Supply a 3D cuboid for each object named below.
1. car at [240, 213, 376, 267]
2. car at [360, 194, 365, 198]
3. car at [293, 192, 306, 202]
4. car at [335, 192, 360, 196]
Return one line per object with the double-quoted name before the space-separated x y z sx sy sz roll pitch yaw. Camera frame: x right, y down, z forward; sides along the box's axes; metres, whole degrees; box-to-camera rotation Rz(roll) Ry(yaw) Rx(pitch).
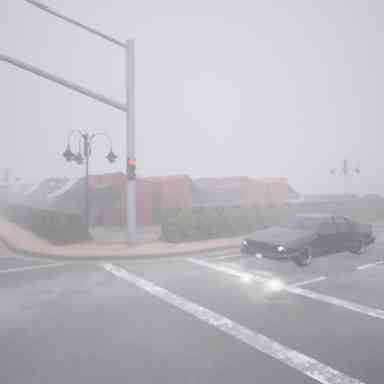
"car" 4.107 1.449 11.222 5.357 1.411 2.033 0 0 -35
"car" 27.182 1.102 54.329 1.970 1.475 3.806 0 0 -35
"car" 23.218 1.089 70.001 1.970 1.475 3.806 0 0 -35
"car" 22.645 0.897 51.080 1.932 1.855 4.605 0 0 -35
